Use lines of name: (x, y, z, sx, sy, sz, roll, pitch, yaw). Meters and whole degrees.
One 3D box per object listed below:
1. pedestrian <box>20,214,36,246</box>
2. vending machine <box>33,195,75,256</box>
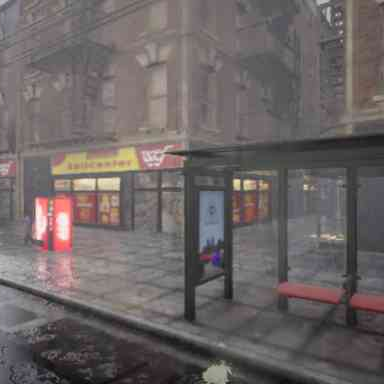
pedestrian: (-6.308, 1.404, 12.931, 0.375, 1.300, 0.375, 0, 0, 33)
vending machine: (-5.074, 1.180, 12.248, 0.880, 2.100, 1.100, 0, 0, 34)
